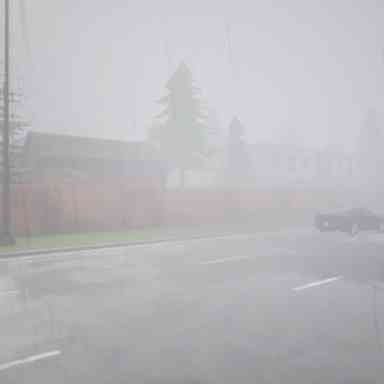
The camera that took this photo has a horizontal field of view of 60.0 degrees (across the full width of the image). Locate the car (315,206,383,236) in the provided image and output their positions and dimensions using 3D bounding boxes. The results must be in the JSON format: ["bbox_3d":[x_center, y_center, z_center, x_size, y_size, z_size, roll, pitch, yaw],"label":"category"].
[{"bbox_3d":[9.003,1.513,18.766,5.008,1.535,1.882,0,0,-35],"label":"car"}]
